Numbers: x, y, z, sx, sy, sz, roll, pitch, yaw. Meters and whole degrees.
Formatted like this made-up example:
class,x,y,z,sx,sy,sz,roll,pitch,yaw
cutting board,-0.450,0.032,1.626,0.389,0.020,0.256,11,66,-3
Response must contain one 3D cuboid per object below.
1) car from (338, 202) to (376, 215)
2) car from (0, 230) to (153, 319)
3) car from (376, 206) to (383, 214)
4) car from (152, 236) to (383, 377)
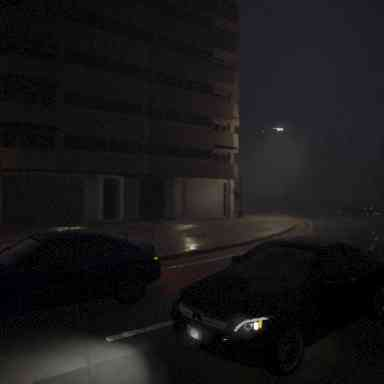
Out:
class,x,y,z,sx,sy,sz,roll,pitch,yaw
car,18.764,1.805,37.774,2.033,1.411,5.357,0,0,-5
car,-2.780,1.536,6.597,4.674,1.442,1.812,1,0,-38
car,22.273,1.795,35.783,1.812,1.442,4.674,0,0,-1
car,1.802,1.558,5.774,4.674,1.442,1.812,1,0,-41
